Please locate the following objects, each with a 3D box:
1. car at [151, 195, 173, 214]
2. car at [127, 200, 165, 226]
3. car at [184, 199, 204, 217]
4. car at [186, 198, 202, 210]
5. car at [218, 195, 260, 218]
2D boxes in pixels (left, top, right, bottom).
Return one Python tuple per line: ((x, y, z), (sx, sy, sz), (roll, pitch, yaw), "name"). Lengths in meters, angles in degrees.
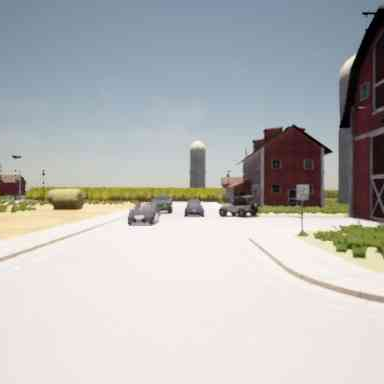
((-3.332, 1.352, 38.058), (2.150, 2.045, 5.566), (0, 0, 0), "car")
((-3.474, 1.568, 24.380), (2.128, 1.511, 4.902), (0, 0, 1), "car")
((0.225, 1.706, 33.187), (1.994, 1.385, 4.181), (0, -1, 0), "car")
((0.276, 1.692, 46.508), (2.128, 1.511, 4.902), (0, 0, 1), "car")
((4.298, 1.309, 30.645), (1.905, 1.878, 3.866), (-7, 3, -42), "car")
